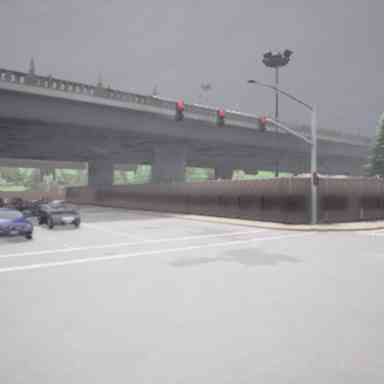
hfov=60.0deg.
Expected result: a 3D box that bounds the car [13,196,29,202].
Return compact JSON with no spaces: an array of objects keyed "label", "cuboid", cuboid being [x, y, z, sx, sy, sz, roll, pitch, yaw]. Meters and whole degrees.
[{"label":"car","cuboid":[-19.728,1.387,37.125,2.097,1.767,4.553,0,0,-35]}]

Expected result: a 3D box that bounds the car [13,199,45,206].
[{"label":"car","cuboid":[-13.965,1.593,29.059,1.994,1.385,4.181,0,0,-36]}]

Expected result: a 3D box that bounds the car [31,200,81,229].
[{"label":"car","cuboid":[-8.779,1.515,21.816,2.128,1.511,4.902,0,0,-36]}]

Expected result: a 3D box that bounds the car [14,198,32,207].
[{"label":"car","cuboid":[-27.752,1.638,54.647,1.895,1.301,4.718,0,0,-36]}]

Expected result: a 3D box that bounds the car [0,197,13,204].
[{"label":"car","cuboid":[-15.043,1.257,24.546,2.150,2.045,5.566,0,0,-36]}]

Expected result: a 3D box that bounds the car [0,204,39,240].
[{"label":"car","cuboid":[-9.372,1.555,16.676,1.812,1.442,4.674,0,0,-38]}]

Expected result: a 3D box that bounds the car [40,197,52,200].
[{"label":"car","cuboid":[-25.058,1.577,56.897,2.033,1.411,5.357,0,0,-36]}]
